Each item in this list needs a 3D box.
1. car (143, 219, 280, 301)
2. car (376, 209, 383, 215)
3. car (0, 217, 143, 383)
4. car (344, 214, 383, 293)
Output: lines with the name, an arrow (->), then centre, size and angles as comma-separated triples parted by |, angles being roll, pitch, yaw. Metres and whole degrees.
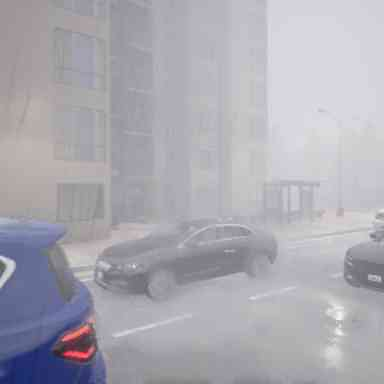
car -> 0.079, 1.461, 8.334 | 4.902, 1.511, 2.128 | 0, 0, -35
car -> 11.010, 1.107, 16.025 | 5.566, 2.045, 2.150 | 0, 0, -35
car -> -3.261, 1.236, 1.665 | 5.566, 2.045, 2.150 | 0, 0, -35
car -> 5.640, 1.418, 7.989 | 5.008, 1.535, 1.882 | 0, 0, -35
